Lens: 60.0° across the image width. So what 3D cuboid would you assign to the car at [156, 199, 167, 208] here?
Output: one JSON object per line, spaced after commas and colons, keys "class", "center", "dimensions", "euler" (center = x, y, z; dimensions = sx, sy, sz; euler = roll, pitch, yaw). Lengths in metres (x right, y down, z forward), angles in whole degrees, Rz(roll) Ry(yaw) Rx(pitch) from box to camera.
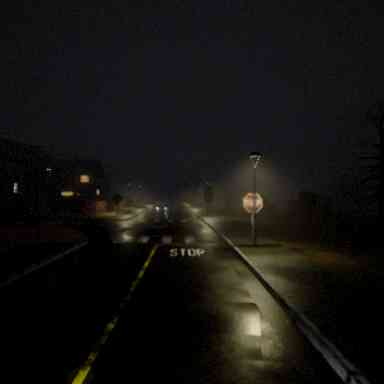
{"class": "car", "center": [-5.565, 2.119, 61.410], "dimensions": [1.812, 1.442, 4.674], "euler": [0, 0, -3]}
